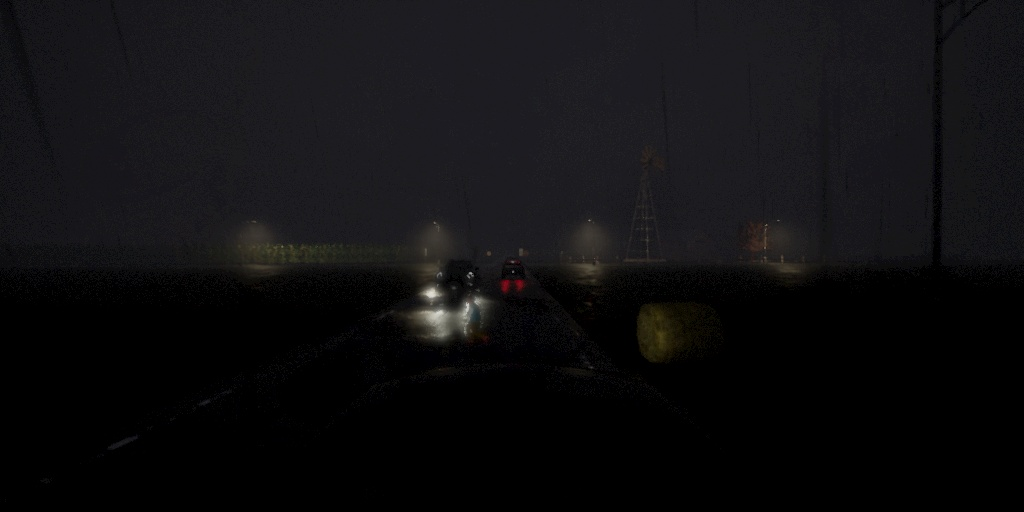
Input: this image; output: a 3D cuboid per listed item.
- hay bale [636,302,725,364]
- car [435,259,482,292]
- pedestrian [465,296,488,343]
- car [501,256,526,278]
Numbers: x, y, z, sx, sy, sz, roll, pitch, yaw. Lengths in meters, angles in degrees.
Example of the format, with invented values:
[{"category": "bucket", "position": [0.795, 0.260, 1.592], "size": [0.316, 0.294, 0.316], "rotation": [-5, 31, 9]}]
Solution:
[{"category": "hay bale", "position": [3.126, 1.367, 6.840], "size": [1.220, 1.180, 1.240], "rotation": [0, 0, 0]}, {"category": "car", "position": [-2.845, 0.962, 19.810], "size": [2.097, 1.767, 4.553], "rotation": [0, 0, 0]}, {"category": "pedestrian", "position": [-0.845, 1.377, 7.924], "size": [0.500, 1.100, 0.500], "rotation": [-1, 1, 0]}, {"category": "car", "position": [0.097, 1.015, 30.249], "size": [2.128, 1.511, 4.902], "rotation": [0, 0, 0]}]
